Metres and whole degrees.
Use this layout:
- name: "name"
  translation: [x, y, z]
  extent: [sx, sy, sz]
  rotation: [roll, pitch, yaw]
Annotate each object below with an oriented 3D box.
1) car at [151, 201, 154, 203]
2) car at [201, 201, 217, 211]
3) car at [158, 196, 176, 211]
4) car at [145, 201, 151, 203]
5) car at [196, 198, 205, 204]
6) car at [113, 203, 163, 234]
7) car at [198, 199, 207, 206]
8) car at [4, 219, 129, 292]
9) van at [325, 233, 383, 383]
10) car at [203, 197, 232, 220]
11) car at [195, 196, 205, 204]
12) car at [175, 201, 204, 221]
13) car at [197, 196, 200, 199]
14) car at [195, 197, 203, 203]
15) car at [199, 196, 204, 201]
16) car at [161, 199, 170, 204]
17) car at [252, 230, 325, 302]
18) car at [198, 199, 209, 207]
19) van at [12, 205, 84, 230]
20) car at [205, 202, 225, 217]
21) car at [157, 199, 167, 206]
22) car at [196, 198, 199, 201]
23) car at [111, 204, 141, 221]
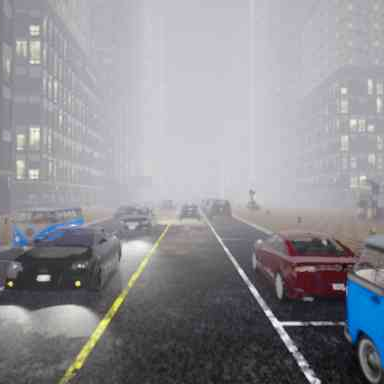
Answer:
- name: "car"
  translation: [-6.049, 1.987, 47.004]
  extent: [1.802, 1.307, 4.206]
  rotation: [0, 0, 0]
- name: "car"
  translation: [2.331, 1.957, 47.071]
  extent: [1.947, 1.339, 4.313]
  rotation: [0, 0, 0]
- name: "car"
  translation: [-3.363, 1.750, 46.823]
  extent: [2.097, 1.767, 4.553]
  rotation: [0, 0, -1]
- name: "car"
  translation: [-5.961, 1.864, 35.925]
  extent: [2.008, 1.369, 4.403]
  rotation: [0, 0, 0]
- name: "car"
  translation: [2.069, 2.232, 80.304]
  extent: [1.947, 1.339, 4.313]
  rotation: [0, 0, 0]
- name: "car"
  translation: [-3.239, 1.671, 20.434]
  extent: [2.128, 1.511, 4.902]
  rotation: [0, 0, 0]
- name: "car"
  translation: [2.155, 2.101, 69.397]
  extent: [1.752, 1.417, 4.829]
  rotation: [0, 0, 0]
- name: "car"
  translation: [-3.167, 1.647, 9.025]
  extent: [1.994, 1.385, 4.181]
  rotation: [0, -1, -1]
- name: "van"
  translation: [2.796, 1.361, 2.766]
  extent: [1.690, 1.788, 3.998]
  rotation: [0, 0, 0]
- name: "car"
  translation: [2.463, 1.568, 30.456]
  extent: [2.192, 1.841, 5.009]
  rotation: [0, 0, 0]
- name: "car"
  translation: [2.026, 2.026, 85.845]
  extent: [2.192, 1.841, 5.009]
  rotation: [0, 0, 0]
- name: "car"
  translation: [-0.203, 1.803, 30.214]
  extent: [2.033, 1.411, 5.357]
  rotation: [0, 0, 0]
- name: "car"
  translation: [2.288, 1.752, 52.612]
  extent: [2.192, 1.841, 5.009]
  rotation: [0, 0, 0]
- name: "car"
  translation: [1.981, 2.197, 91.383]
  extent: [1.967, 1.590, 4.097]
  rotation: [0, 0, 0]
- name: "car"
  translation: [2.375, 1.661, 41.534]
  extent: [2.192, 1.841, 5.009]
  rotation: [0, 0, 0]
- name: "car"
  translation: [-6.312, 2.261, 80.238]
  extent: [1.802, 1.307, 4.206]
  rotation: [0, 0, 0]
- name: "car"
  translation: [2.661, 1.612, 8.301]
  extent: [1.887, 1.381, 4.507]
  rotation: [0, 0, 0]
- name: "car"
  translation: [2.200, 2.080, 63.688]
  extent: [2.008, 1.369, 4.403]
  rotation: [0, 0, 0]
- name: "van"
  translation: [-5.786, 1.468, 13.772]
  extent: [1.690, 1.788, 3.998]
  rotation: [0, 0, 0]
- name: "car"
  translation: [2.419, 1.844, 35.993]
  extent: [1.887, 1.381, 4.507]
  rotation: [0, 0, 0]
- name: "car"
  translation: [-6.224, 2.170, 69.160]
  extent: [1.802, 1.307, 4.206]
  rotation: [0, 0, 0]
- name: "car"
  translation: [-0.301, 1.909, 42.919]
  extent: [2.033, 1.411, 5.357]
  rotation: [0, 0, 0]
- name: "car"
  translation: [-5.918, 1.833, 30.387]
  extent: [1.947, 1.339, 4.313]
  rotation: [0, 0, 0]
